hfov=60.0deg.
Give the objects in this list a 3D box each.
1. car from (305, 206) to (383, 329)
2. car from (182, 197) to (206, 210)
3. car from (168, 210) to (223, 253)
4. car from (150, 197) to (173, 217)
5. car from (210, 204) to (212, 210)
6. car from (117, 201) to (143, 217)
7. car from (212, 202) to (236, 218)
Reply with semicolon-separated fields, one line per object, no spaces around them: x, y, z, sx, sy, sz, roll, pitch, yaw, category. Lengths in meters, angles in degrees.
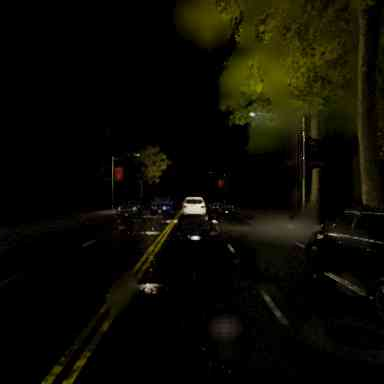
4.242;1.297;6.994;2.150;2.045;5.566;0;-1;0;car
0.185;1.553;32.656;2.150;2.045;5.566;0;-1;0;car
0.137;1.708;14.421;1.994;1.385;4.181;0;-1;0;car
-3.248;1.591;36.684;2.150;2.045;5.566;0;0;0;car
3.383;2.013;44.854;2.033;1.411;5.357;0;-1;0;car
-6.502;1.707;35.179;2.097;1.767;4.553;0;-1;0;car
3.414;1.914;34.270;1.994;1.385;4.181;0;-1;1;car
